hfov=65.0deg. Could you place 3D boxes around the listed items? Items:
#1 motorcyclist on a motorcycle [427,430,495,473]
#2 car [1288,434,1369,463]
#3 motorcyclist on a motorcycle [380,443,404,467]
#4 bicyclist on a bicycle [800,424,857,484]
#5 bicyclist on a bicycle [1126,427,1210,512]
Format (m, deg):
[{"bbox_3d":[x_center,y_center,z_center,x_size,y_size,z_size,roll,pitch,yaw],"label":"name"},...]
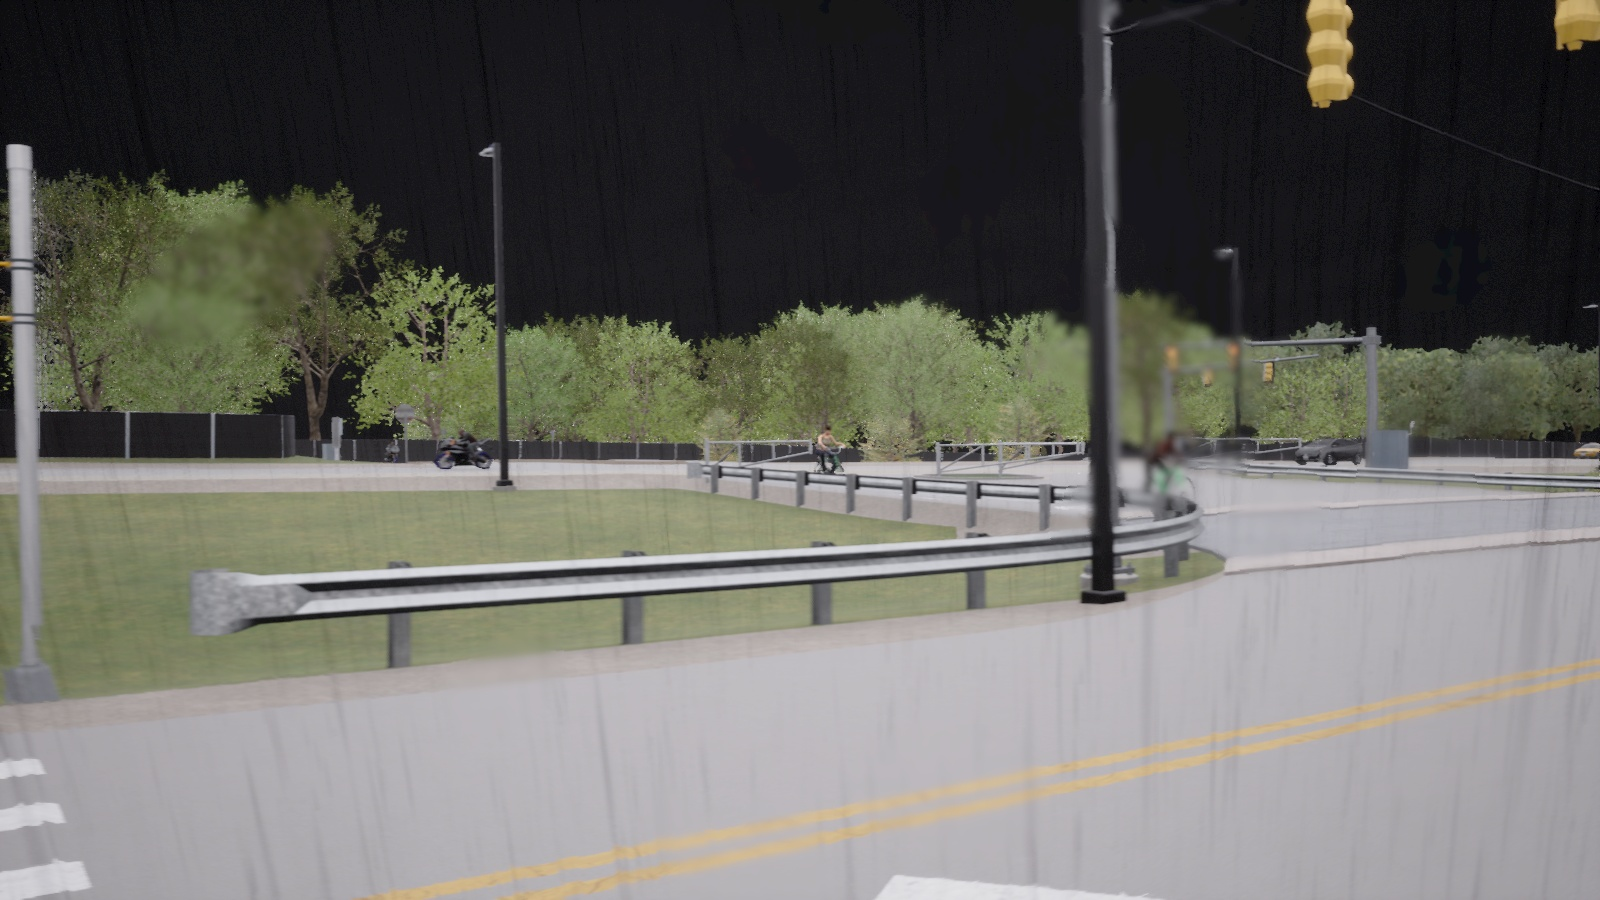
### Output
[{"bbox_3d":[-12.327,0.041,45.705,2.191,1.530,0.866,0,-1,-41],"label":"motorcyclist on a motorcycle"},{"bbox_3d":[29.403,-0.085,69.787,4.514,1.525,2.007,0,0,-34],"label":"car"},{"bbox_3d":[-26.063,0.334,80.195,0.866,1.530,2.191,-1,0,-33],"label":"motorcyclist on a motorcycle"},{"bbox_3d":[0.785,0.102,35.101,0.866,1.612,1.509,-1,2,-34],"label":"bicyclist on a bicycle"},{"bbox_3d":[7.343,0.409,25.119,0.582,1.620,1.656,0,-3,-27],"label":"bicyclist on a bicycle"}]
